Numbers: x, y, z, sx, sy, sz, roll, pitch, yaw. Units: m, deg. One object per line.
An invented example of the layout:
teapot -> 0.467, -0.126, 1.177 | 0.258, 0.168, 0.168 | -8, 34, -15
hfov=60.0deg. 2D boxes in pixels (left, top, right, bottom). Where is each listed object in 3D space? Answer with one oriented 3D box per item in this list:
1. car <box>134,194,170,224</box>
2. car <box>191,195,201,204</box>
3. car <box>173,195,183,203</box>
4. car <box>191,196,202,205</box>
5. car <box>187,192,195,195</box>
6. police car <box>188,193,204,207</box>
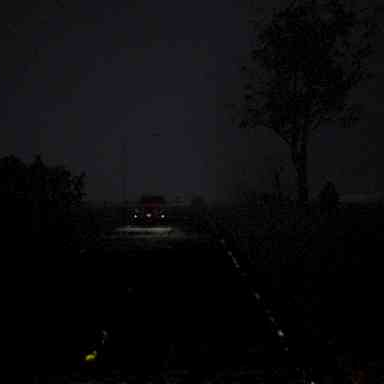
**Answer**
car -> -2.854, 1.181, 24.762 | 2.150, 2.045, 5.566 | 0, 0, 0
car -> 0.811, 1.451, 65.834 | 1.837, 1.490, 4.892 | 0, 0, 0
car -> -2.771, 1.424, 66.134 | 1.882, 1.535, 5.008 | 0, 0, 0
car -> 0.812, 1.450, 59.833 | 1.837, 1.490, 4.892 | 0, 0, 0
car -> -0.017, 1.068, 83.601 | 2.150, 2.045, 5.566 | 0, 0, 0
police car -> 0.815, 1.369, 49.944 | 1.930, 1.638, 5.238 | 0, 0, 0
